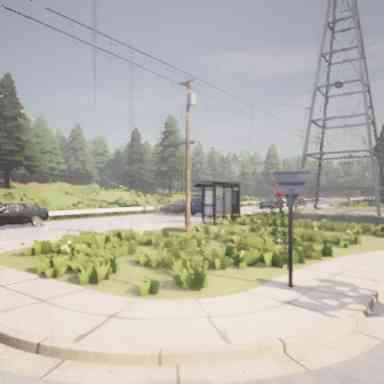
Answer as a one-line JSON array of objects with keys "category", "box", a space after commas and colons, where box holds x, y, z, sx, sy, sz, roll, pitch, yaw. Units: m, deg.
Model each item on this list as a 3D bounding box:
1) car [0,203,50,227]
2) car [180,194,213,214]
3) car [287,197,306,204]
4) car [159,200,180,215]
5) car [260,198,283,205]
[{"category": "car", "box": [-11.200, 1.454, 20.200, 2.128, 1.511, 4.902, 0, 0, 36]}, {"category": "car", "box": [1.661, 1.192, 31.771, 2.150, 2.045, 5.566, 0, 0, 36]}, {"category": "car", "box": [16.406, 1.497, 52.339, 1.812, 1.442, 4.674, 0, 0, 36]}, {"category": "car", "box": [-1.055, 1.543, 34.108, 2.033, 1.411, 5.357, 0, 0, 36]}, {"category": "car", "box": [10.649, 1.535, 44.264, 1.994, 1.385, 4.181, 0, 0, 36]}]
